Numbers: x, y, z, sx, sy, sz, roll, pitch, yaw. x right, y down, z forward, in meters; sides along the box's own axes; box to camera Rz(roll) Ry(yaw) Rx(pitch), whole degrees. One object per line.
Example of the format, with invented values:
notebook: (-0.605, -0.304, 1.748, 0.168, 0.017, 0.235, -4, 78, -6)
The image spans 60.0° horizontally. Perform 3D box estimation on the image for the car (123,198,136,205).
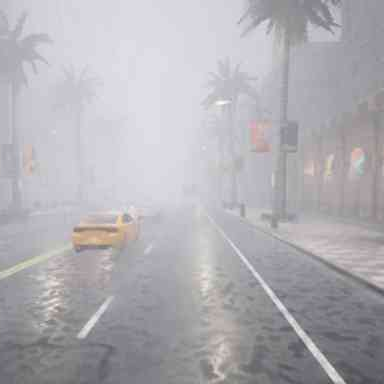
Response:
car: (-11.013, 1.744, 59.157, 1.812, 1.442, 4.674, 0, 0, 0)

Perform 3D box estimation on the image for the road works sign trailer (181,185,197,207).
road works sign trailer: (-0.418, 0.665, 54.149, 2.380, 3.560, 2.880, 0, 0, -1)

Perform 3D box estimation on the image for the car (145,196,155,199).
car: (-7.518, 1.571, 59.273, 2.097, 1.767, 4.553, 0, 0, 0)

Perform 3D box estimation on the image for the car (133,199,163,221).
car: (-3.588, 1.632, 28.659, 1.812, 1.442, 4.674, 0, 0, 0)

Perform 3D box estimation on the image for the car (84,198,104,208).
car: (-13.931, 1.656, 47.352, 2.231, 1.521, 4.892, 0, 0, -1)

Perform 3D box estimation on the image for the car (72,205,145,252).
car: (-3.447, 1.530, 14.146, 1.882, 1.535, 5.008, 0, 0, 0)
